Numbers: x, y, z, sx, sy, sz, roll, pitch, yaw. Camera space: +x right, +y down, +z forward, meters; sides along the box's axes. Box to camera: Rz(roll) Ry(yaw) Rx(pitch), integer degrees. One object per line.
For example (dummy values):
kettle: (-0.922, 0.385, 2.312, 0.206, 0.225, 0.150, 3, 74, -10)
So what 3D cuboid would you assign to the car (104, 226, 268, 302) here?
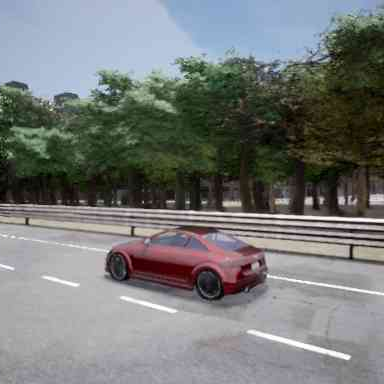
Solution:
car: (-0.262, 1.567, 8.362, 4.181, 1.385, 1.994, 0, 0, 36)
